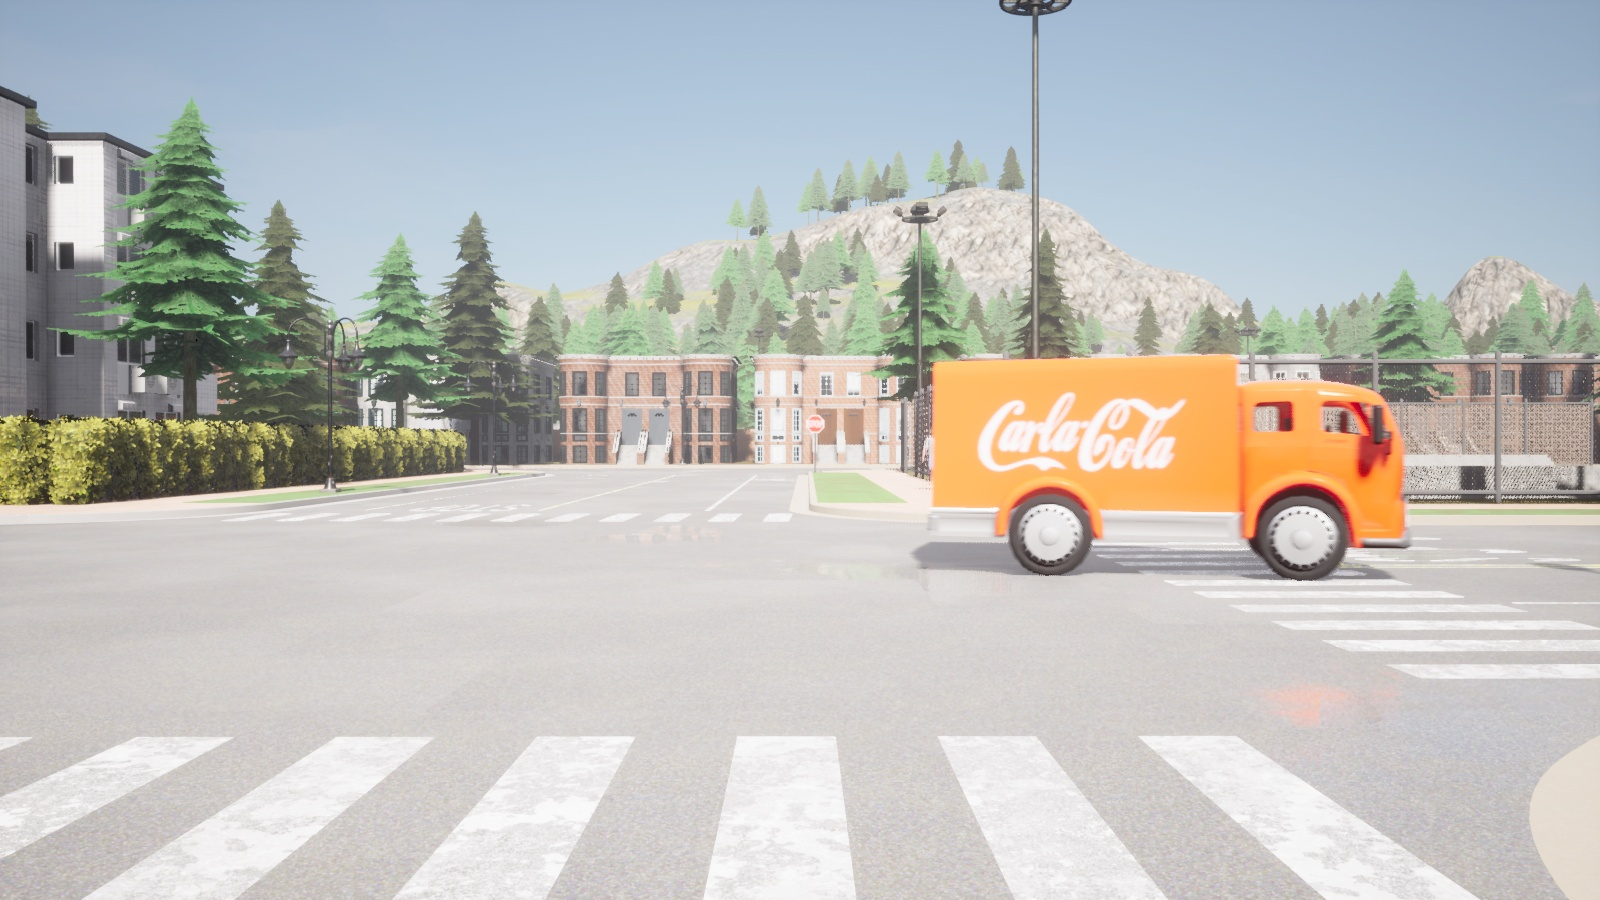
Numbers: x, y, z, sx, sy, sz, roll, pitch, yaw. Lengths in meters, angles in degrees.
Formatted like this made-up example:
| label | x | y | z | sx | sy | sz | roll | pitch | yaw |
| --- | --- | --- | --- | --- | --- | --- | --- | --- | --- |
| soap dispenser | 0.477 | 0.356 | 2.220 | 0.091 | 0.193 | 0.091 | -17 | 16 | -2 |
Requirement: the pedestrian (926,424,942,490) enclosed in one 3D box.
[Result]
| label | x | y | z | sx | sy | sz | roll | pitch | yaw |
| --- | --- | --- | --- | --- | --- | --- | --- | --- | --- |
| pedestrian | 3.769 | 0.197 | 35.221 | 0.354 | 1.836 | 0.706 | 0 | 0 | -1 |

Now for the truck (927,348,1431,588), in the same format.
| label | x | y | z | sx | sy | sz | roll | pitch | yaw |
| --- | --- | --- | --- | --- | --- | --- | --- | --- | --- |
| truck | 4.294 | 0.179 | 14.815 | 5.204 | 2.467 | 2.627 | 0 | 0 | 15 |
